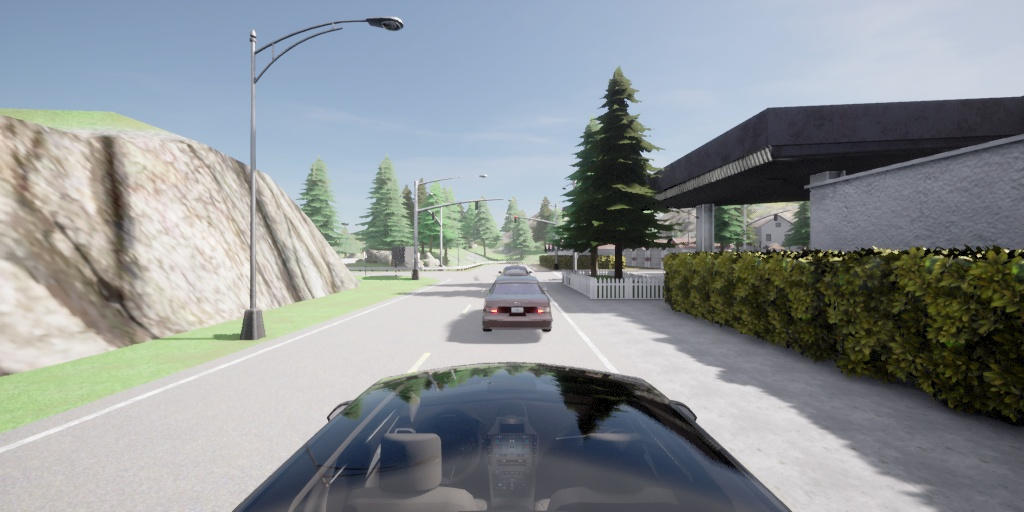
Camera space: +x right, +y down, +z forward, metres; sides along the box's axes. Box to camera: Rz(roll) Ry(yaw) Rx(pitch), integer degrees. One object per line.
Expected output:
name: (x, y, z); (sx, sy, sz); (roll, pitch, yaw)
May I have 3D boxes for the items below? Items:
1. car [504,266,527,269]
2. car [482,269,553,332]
car: (0.187, 1.276, 20.411); (1.812, 1.442, 4.674); (0, 0, 0)
car: (0.139, 1.297, 10.825); (2.033, 1.411, 5.357); (0, 0, 0)
